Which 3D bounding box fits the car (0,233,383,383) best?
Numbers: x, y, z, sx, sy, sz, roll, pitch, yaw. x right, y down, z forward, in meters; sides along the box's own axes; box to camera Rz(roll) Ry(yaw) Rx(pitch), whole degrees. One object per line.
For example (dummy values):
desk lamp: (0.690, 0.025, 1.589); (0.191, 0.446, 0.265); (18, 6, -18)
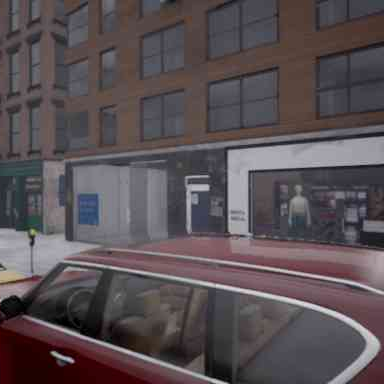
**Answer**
car: (-0.255, 1.325, 2.995); (5.009, 1.841, 2.192); (0, 0, 36)
